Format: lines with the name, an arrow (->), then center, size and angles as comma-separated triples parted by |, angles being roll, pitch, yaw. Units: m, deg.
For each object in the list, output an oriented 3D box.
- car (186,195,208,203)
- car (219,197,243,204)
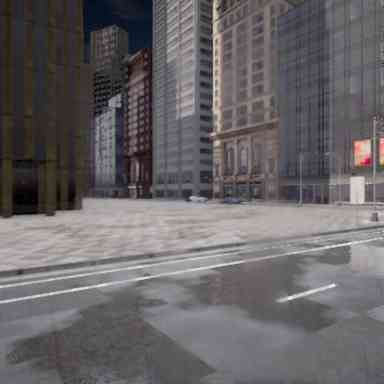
car -> 1.272, 1.368, 68.168 | 1.812, 1.442, 4.674 | 0, 0, -35
car -> 7.576, 1.642, 64.457 | 2.033, 1.411, 5.357 | 0, 0, -35
